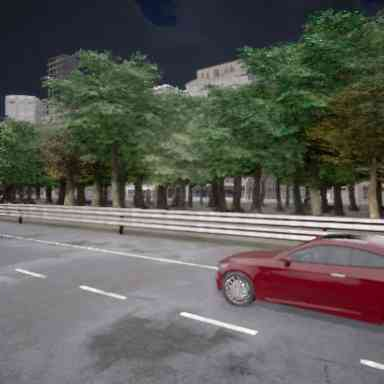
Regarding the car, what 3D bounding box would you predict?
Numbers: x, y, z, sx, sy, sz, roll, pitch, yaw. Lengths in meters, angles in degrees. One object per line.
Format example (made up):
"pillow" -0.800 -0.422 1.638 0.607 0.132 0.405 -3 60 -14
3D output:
"car" 2.656 1.527 6.275 4.674 1.442 1.812 0 0 36
